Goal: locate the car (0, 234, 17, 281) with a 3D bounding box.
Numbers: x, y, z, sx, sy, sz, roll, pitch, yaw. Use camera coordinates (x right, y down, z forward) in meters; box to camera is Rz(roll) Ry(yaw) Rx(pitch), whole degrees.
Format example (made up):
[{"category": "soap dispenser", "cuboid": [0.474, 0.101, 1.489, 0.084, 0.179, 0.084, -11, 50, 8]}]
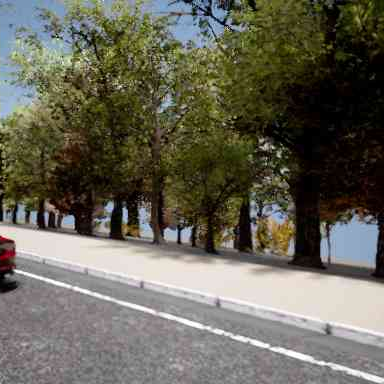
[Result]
[{"category": "car", "cuboid": [-6.297, 1.350, 8.226, 5.008, 1.535, 1.882, 1, 1, 36]}]
